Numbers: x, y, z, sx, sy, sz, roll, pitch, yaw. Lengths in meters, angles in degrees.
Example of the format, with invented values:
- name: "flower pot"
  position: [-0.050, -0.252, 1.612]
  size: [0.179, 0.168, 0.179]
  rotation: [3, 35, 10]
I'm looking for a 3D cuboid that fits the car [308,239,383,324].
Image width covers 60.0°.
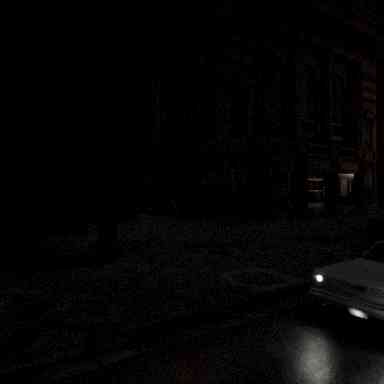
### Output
- name: "car"
  position: [4.405, 1.600, 6.516]
  size: [4.718, 1.301, 1.895]
  rotation: [0, 0, -35]
